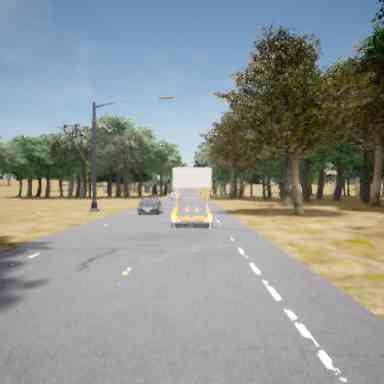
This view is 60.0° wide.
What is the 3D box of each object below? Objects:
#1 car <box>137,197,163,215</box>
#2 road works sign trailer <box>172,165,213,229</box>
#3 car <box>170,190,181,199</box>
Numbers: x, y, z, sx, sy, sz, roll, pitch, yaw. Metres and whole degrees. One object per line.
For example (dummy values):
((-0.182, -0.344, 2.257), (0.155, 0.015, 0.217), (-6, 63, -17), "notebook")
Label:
((-3.578, 1.189, 29.017), (1.812, 1.442, 4.674), (0, 1, 0), "car")
((0.011, 0.230, 19.719), (2.380, 3.560, 2.880), (0, 1, 0), "road works sign trailer")
((-3.491, 0.532, 70.872), (2.150, 2.045, 5.566), (0, 0, 0), "car")
